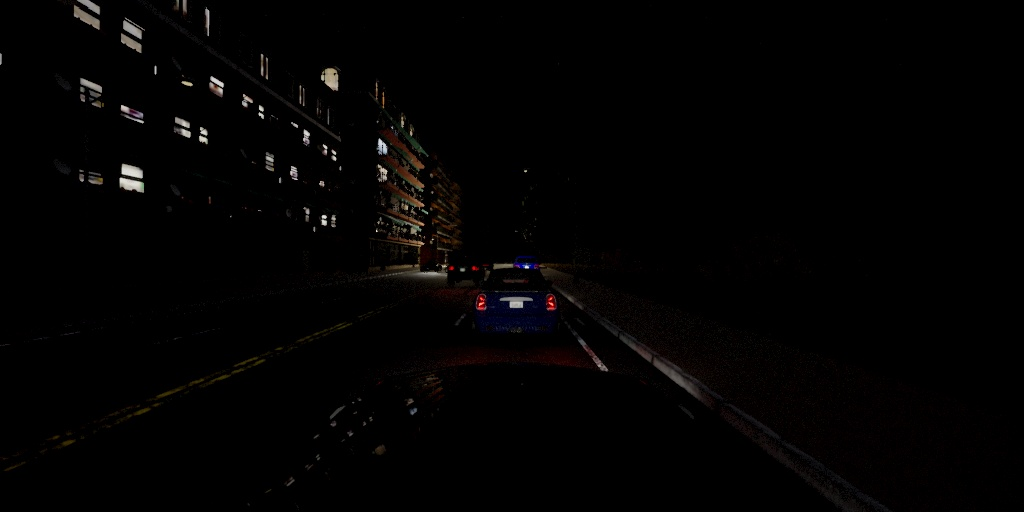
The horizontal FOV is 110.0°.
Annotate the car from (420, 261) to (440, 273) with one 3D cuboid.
[{"bbox_3d":[-9.846,1.317,43.827,1.994,1.385,4.181,0,0,0],"label":"car"}]

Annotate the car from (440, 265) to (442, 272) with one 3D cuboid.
[{"bbox_3d":[-6.597,1.301,41.968,2.033,1.411,5.357,0,0,0],"label":"car"}]

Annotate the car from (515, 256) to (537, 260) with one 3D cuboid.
[{"bbox_3d":[1.140,0.979,30.076,2.150,2.045,5.566,0,0,0],"label":"car"}]

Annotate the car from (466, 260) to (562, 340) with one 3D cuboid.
[{"bbox_3d":[0.099,1.103,10.122,2.097,1.767,4.553,0,0,0],"label":"car"}]

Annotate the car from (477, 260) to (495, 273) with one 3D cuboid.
[{"bbox_3d":[-3.147,1.256,43.771,1.837,1.490,4.892,0,-1,0],"label":"car"}]

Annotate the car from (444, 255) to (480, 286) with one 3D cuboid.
[{"bbox_3d":[-3.149,0.975,25.509,2.150,2.045,5.566,0,0,0],"label":"car"}]
